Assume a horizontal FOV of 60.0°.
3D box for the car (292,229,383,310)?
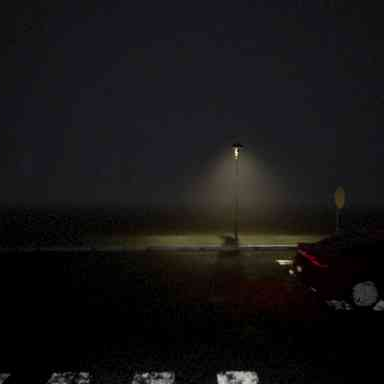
[{"bbox_3d":[4.954,1.649,7.780,5.008,1.535,1.882,1,3,-2],"label":"car"}]
